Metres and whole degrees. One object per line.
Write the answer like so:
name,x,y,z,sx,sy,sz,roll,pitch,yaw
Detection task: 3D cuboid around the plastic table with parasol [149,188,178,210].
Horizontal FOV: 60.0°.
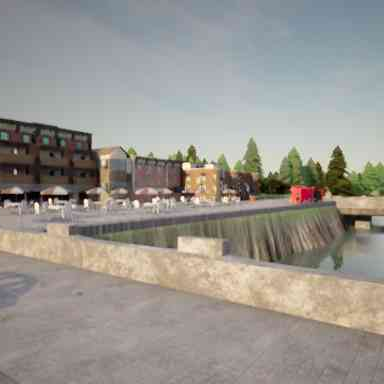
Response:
plastic table with parasol,-3.385,0.809,39.509,2.482,2.480,2.482,0,0,36

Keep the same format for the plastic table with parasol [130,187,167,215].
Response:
plastic table with parasol,-4.177,0.826,31.823,2.482,2.480,2.482,0,0,36
